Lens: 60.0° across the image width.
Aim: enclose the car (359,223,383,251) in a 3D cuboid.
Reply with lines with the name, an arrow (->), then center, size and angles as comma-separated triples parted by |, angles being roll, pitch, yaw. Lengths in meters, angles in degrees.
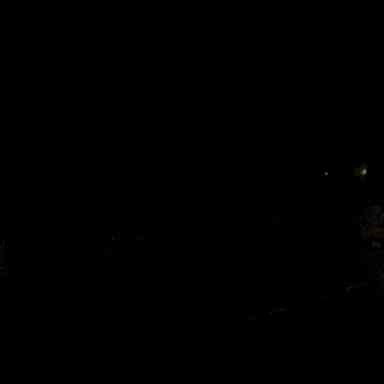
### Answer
car -> 8.237, 1.487, 12.653 | 4.829, 1.417, 1.752 | 0, 0, -34
